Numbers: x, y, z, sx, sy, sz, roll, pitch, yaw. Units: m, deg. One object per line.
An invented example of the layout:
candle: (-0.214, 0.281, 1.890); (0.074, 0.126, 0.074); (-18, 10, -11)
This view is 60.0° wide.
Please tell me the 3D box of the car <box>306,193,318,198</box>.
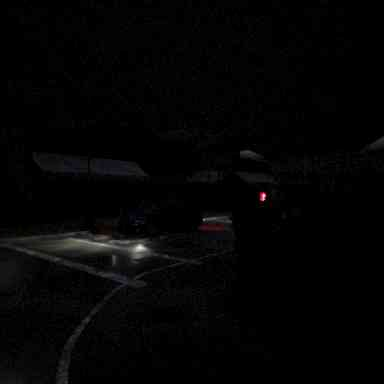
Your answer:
car: (27.021, 1.307, 77.480); (2.007, 1.523, 4.514); (0, 0, 38)

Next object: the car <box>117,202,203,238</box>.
car: (-1.478, 1.299, 16.859); (1.882, 1.535, 5.008); (0, 0, 40)

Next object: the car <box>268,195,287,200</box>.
car: (6.477, 1.299, 26.845); (1.882, 1.535, 5.008); (0, 1, 38)
